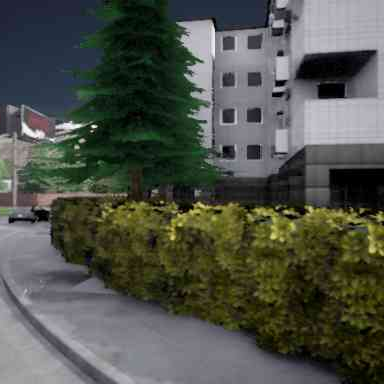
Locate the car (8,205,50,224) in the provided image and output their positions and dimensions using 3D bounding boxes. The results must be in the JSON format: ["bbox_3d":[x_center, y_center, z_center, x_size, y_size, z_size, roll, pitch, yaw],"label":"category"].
[{"bbox_3d":[-12.975,1.743,26.721,1.994,1.385,4.181,0,-1,-5],"label":"car"}]
